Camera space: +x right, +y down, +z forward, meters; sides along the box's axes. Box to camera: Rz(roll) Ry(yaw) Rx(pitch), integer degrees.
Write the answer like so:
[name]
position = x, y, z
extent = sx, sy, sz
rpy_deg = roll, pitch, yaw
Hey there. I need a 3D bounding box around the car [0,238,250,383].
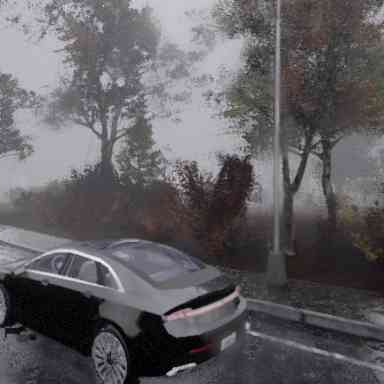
[car]
position = -1.488, 1.506, 5.332
extent = 4.902, 1.511, 2.128
rpy_deg = 0, 0, 38
